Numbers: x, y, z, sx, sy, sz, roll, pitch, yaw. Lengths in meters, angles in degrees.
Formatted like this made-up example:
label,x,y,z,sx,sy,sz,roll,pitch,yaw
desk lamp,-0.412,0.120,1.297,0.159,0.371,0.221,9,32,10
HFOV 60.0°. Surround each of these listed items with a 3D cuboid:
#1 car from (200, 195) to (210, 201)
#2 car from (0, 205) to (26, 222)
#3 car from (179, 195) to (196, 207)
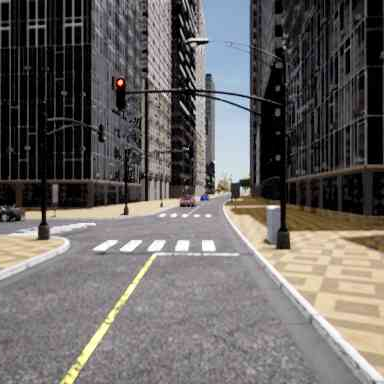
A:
label,x,y,z,sx,sy,sz,roll,pitch,yaw
car,2.851,1.300,74.424,1.882,1.535,5.008,0,0,9
car,-16.457,1.825,28.346,4.403,1.369,2.008,-1,1,10
car,-0.580,1.221,48.214,2.097,1.767,4.553,0,0,6
